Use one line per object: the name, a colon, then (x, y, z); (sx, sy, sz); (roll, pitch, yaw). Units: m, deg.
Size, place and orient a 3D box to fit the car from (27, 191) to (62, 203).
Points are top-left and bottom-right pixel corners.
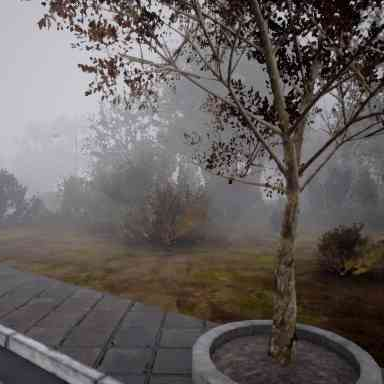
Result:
car: (-18.391, 0.939, 41.852); (2.150, 2.045, 5.566); (1, 0, 32)
